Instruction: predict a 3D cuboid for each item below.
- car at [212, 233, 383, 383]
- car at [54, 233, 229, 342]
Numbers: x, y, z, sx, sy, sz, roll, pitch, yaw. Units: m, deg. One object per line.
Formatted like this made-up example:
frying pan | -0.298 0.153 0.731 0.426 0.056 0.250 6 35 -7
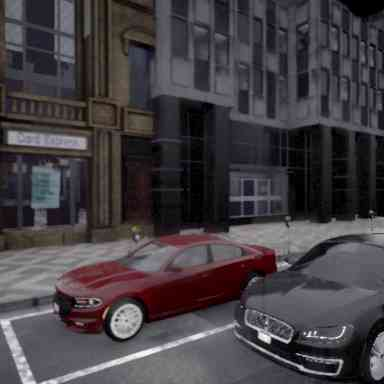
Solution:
car | 2.850 1.497 5.402 4.892 1.490 1.837 0 0 -35
car | -0.265 1.540 6.464 4.507 1.381 1.887 0 0 -36
